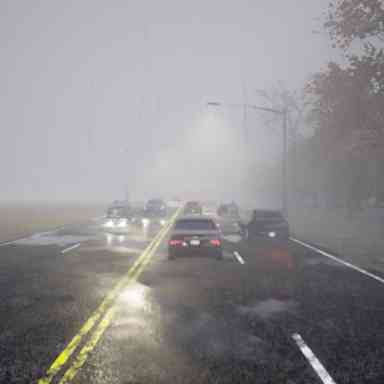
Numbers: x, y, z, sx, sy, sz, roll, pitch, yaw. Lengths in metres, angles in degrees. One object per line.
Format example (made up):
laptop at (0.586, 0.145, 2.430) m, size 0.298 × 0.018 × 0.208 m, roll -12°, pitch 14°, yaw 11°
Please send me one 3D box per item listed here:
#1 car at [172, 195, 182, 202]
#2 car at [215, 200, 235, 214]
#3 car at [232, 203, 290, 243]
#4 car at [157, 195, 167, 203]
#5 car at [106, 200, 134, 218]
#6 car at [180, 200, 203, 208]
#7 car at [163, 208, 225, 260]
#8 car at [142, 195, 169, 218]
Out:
car at (-3.256, 1.479, 72.247) m, size 1.837 × 1.490 × 4.892 m, roll 0°, pitch 0°, yaw 0°
car at (3.358, 1.503, 32.399) m, size 2.128 × 1.511 × 4.902 m, roll 0°, pitch 1°, yaw 0°
car at (3.346, 1.524, 16.305) m, size 1.837 × 1.490 × 4.892 m, roll 0°, pitch 0°, yaw 0°
car at (-6.505, 1.479, 72.246) m, size 1.837 × 1.490 × 4.892 m, roll 0°, pitch 0°, yaw 0°
car at (-6.601, 1.530, 30.997) m, size 2.128 × 1.511 × 4.902 m, roll 0°, pitch 0°, yaw 0°
car at (0.083, 1.543, 33.337) m, size 1.812 × 1.442 × 4.674 m, roll -1°, pitch 1°, yaw 0°
car at (0.095, 1.567, 12.486) m, size 2.033 × 1.411 × 5.357 m, roll 0°, pitch 0°, yaw 0°
car at (-3.350, 1.391, 30.971) m, size 2.097 × 1.767 × 4.553 m, roll 0°, pitch 0°, yaw 0°
